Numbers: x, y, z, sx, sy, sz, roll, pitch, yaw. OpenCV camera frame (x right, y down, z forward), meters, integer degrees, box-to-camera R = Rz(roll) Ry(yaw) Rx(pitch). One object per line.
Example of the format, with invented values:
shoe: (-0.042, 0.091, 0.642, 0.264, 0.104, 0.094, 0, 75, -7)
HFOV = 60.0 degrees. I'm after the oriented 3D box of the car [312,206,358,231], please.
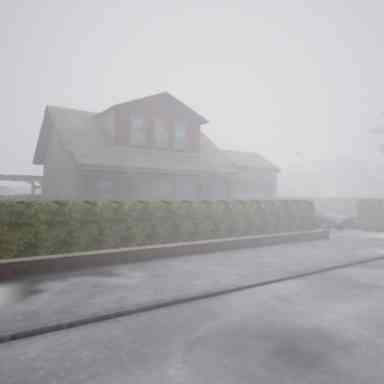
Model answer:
car: (7.258, 1.544, 20.580, 2.033, 1.415, 5.357, 1, 0, -33)
